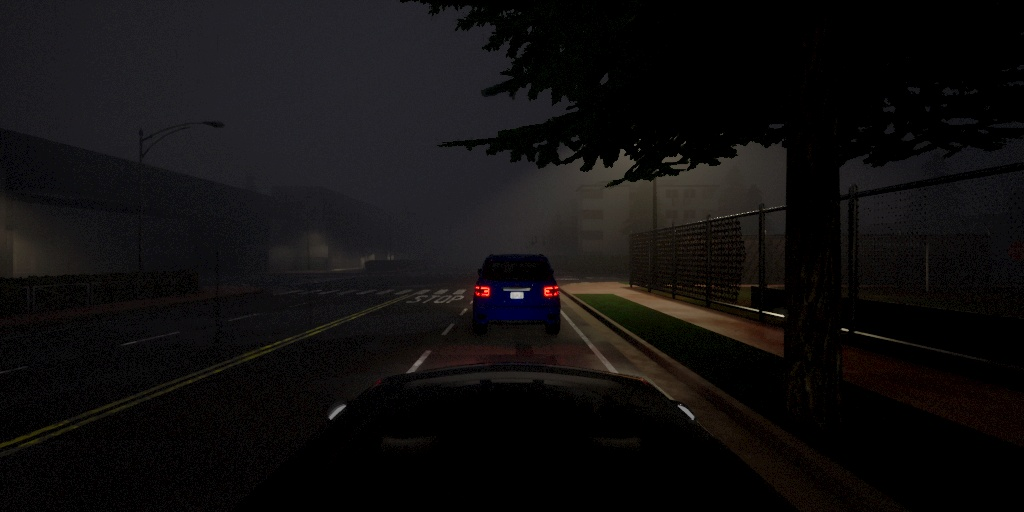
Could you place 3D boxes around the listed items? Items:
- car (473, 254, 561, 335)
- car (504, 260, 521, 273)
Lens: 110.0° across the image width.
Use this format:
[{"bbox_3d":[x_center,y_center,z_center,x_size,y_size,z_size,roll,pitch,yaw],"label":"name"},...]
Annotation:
[{"bbox_3d":[0.116,0.971,10.689,2.150,2.045,5.566,0,0,0],"label":"car"},{"bbox_3d":[0.029,1.241,45.564,2.128,1.511,4.902,0,0,0],"label":"car"}]
